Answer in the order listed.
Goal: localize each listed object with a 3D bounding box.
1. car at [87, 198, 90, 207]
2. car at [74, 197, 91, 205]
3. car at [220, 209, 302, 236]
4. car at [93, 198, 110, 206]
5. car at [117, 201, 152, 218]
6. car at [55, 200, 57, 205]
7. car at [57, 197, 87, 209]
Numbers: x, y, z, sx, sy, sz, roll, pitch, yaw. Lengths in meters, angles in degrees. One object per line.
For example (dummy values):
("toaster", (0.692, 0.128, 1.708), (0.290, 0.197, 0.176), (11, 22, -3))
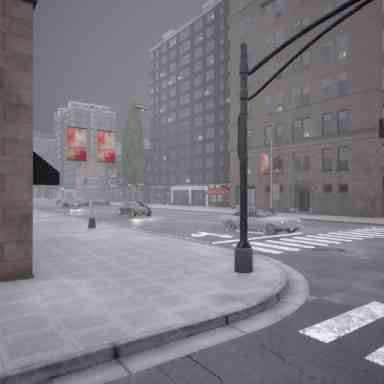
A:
("car", (-19.046, 1.782, 56.618), (1.994, 1.385, 4.181), (0, 0, -36))
("car", (-21.871, 1.760, 66.122), (1.837, 1.490, 4.892), (0, 0, -36))
("car", (3.833, 1.647, 19.053), (1.895, 1.301, 4.718), (0, 0, -38))
("car", (-15.932, 1.713, 57.846), (2.128, 1.511, 4.902), (0, 0, -36))
("car", (-5.575, 1.612, 31.943), (1.837, 1.490, 4.892), (0, 0, -36))
("car", (-25.246, 1.803, 65.242), (2.033, 1.411, 5.357), (0, 0, -36))
("car", (-17.719, 1.679, 48.996), (2.128, 1.511, 4.902), (0, 0, -35))
